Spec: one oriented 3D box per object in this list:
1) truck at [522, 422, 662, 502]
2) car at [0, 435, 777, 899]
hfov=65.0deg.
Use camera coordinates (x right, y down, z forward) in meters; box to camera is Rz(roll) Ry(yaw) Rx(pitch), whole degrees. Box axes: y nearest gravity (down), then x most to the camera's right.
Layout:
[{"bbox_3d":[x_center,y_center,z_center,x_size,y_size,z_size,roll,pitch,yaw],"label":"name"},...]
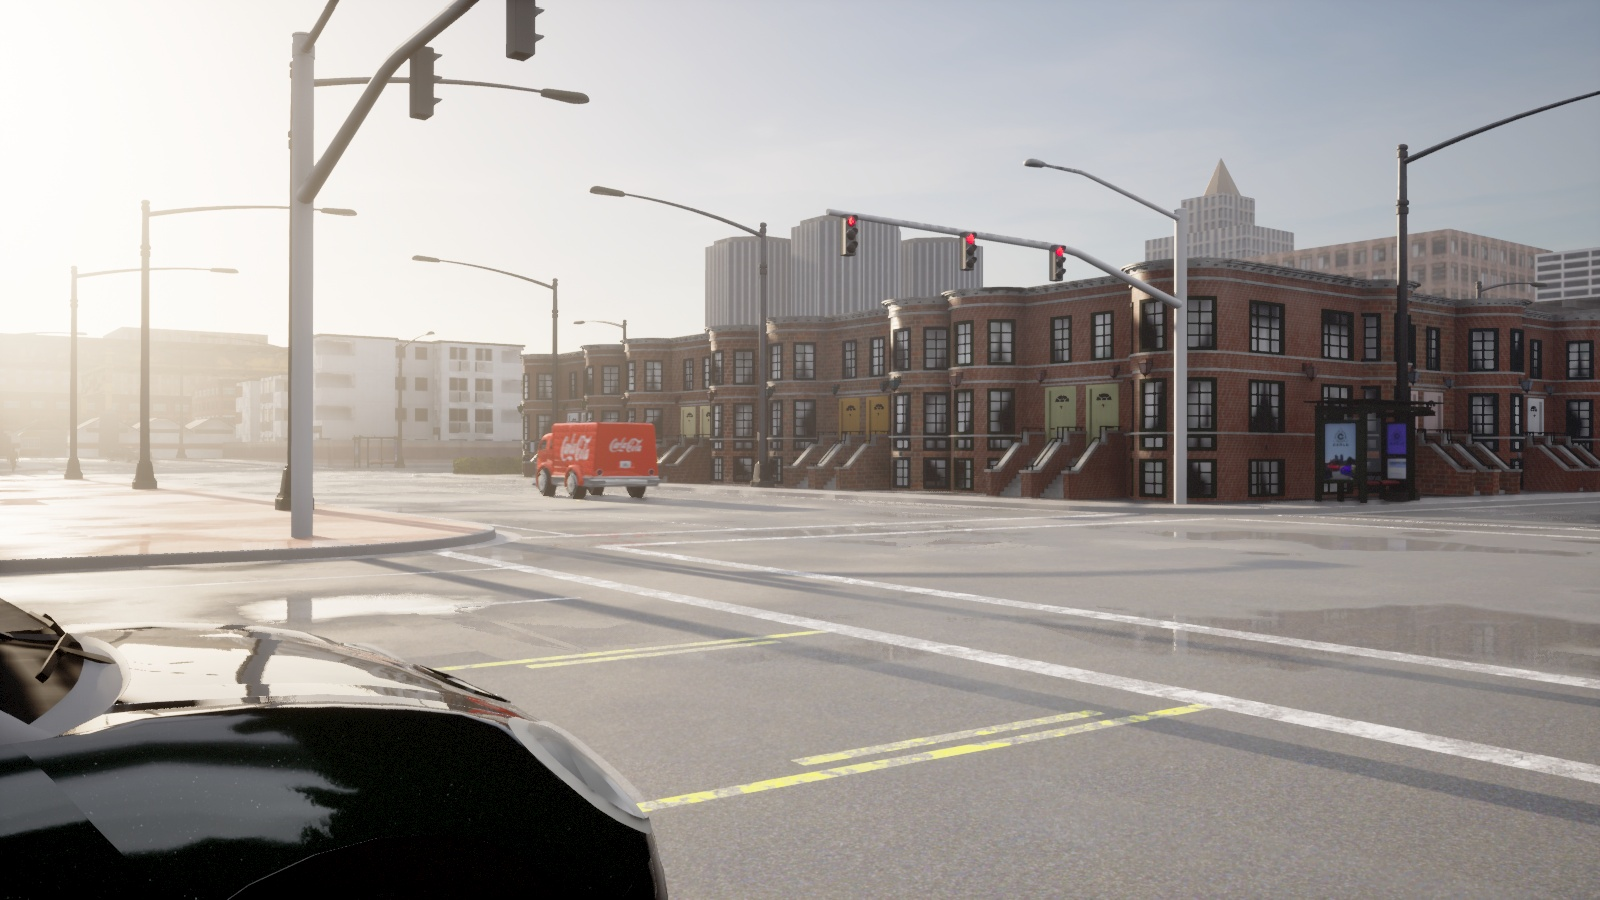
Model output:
[{"bbox_3d":[-7.008,0.375,41.847,2.627,2.467,5.204,0,0,-35],"label":"truck"},{"bbox_3d":[-2.171,0.720,2.205,3.806,1.475,1.970,0,0,-35],"label":"car"}]
